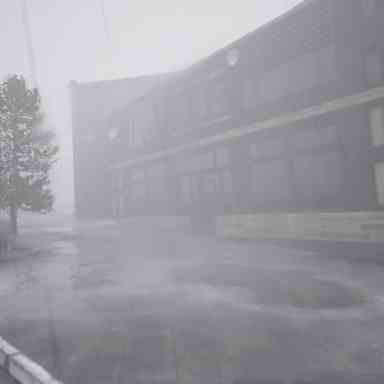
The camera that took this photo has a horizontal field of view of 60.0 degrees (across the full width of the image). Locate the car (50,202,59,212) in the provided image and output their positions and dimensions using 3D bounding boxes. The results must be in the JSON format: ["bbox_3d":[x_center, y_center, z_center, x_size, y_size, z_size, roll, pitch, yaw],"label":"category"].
[{"bbox_3d":[-21.810,1.941,46.752,2.435,2.045,5.566,-4,-1,11],"label":"car"}]

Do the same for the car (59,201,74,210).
[{"bbox_3d":[-20.302,2.181,52.555,2.097,1.535,5.008,-4,-1,17],"label":"car"}]

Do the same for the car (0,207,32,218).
[{"bbox_3d":[-19.097,1.924,35.955,1.837,1.490,4.892,-4,0,-2],"label":"car"}]
